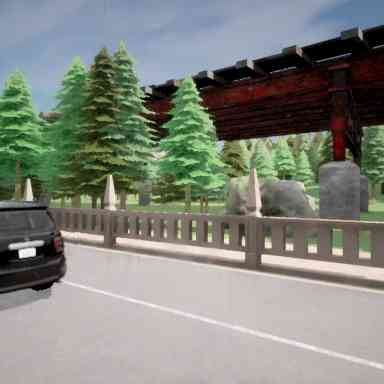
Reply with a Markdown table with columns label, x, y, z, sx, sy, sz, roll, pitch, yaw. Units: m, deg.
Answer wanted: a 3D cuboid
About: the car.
| label | x | y | z | sx | sy | sz | roll | pitch | yaw |
| --- | --- | --- | --- | --- | --- | --- | --- | --- | --- |
| car | -5.240 | 1.222 | 7.744 | 5.566 | 2.045 | 2.150 | 0 | 0 | 36 |
